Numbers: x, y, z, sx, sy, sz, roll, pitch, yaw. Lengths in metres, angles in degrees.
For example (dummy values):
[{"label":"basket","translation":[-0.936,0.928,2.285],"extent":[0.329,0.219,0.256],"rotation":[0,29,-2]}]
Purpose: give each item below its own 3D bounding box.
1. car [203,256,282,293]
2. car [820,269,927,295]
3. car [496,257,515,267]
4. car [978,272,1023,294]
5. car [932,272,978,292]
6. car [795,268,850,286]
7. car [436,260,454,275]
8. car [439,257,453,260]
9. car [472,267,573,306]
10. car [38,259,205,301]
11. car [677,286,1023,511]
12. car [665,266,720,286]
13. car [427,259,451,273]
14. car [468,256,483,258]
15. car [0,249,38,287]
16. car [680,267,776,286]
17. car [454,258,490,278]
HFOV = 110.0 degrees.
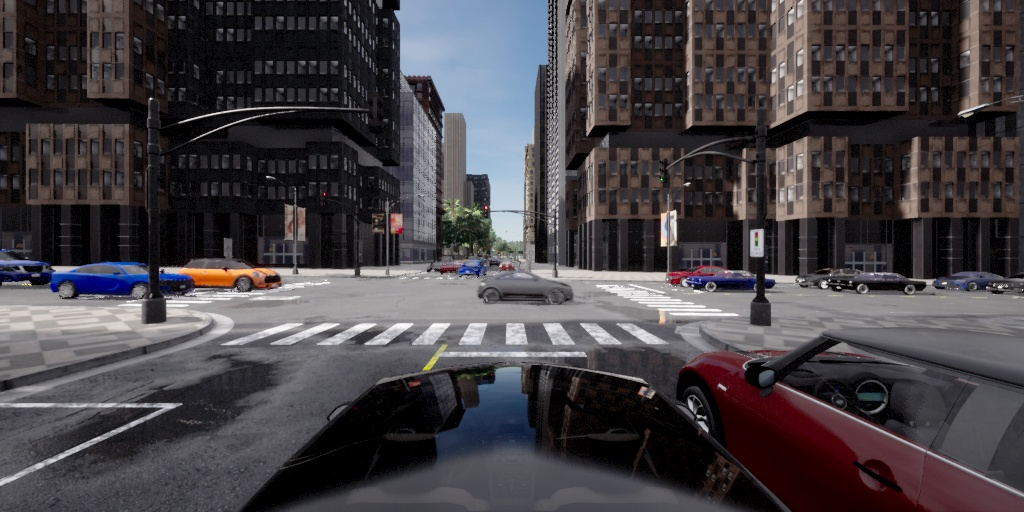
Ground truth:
[{"label":"car","translation":[-14.737,0.922,18.832],"extent":[4.553,1.767,2.097],"rotation":[1,0,0]},{"label":"car","translation":[22.692,1.701,22.502],"extent":[4.718,1.301,1.895],"rotation":[1,0,0]},{"label":"car","translation":[-0.606,1.197,43.747],"extent":[1.967,1.591,4.097],"rotation":[0,0,0]},{"label":"car","translation":[33.100,1.756,22.554],"extent":[4.892,1.490,1.837],"rotation":[1,0,0]},{"label":"car","translation":[33.112,1.812,25.810],"extent":[4.181,1.385,1.994],"rotation":[1,0,-1]},{"label":"car","translation":[23.135,1.607,25.752],"extent":[4.892,1.490,1.837],"rotation":[1,0,0]},{"label":"car","translation":[-6.463,1.347,38.521],"extent":[1.895,1.301,4.718],"rotation":[0,0,1]},{"label":"car","translation":[-9.166,1.084,49.120],"extent":[2.192,1.841,5.009],"rotation":[0,0,0]},{"label":"car","translation":[0.547,1.345,15.678],"extent":[4.181,1.385,1.994],"rotation":[1,0,0]},{"label":"car","translation":[-16.670,1.024,15.490],"extent":[5.008,1.535,1.882],"rotation":[1,0,1]},{"label":"car","translation":[2.764,1.190,2.356],"extent":[1.967,1.591,4.097],"rotation":[0,0,0]},{"label":"car","translation":[13.644,1.443,25.704],"extent":[5.008,1.535,1.882],"rotation":[1,0,0]},{"label":"car","translation":[-9.131,1.323,43.694],"extent":[1.948,1.339,4.313],"rotation":[0,0,0]},{"label":"car","translation":[-6.557,1.014,59.254],"extent":[2.150,2.045,5.566],"rotation":[0,0,0]},{"label":"car","translation":[-27.649,0.608,18.755],"extent":[5.566,2.045,2.150],"rotation":[1,0,0]},{"label":"car","translation":[13.526,1.568,22.447],"extent":[4.718,1.301,1.895],"rotation":[1,0,0]},{"label":"car","translation":[-3.568,1.211,33.104],"extent":[1.882,1.535,5.008],"rotation":[0,0,5]}]
